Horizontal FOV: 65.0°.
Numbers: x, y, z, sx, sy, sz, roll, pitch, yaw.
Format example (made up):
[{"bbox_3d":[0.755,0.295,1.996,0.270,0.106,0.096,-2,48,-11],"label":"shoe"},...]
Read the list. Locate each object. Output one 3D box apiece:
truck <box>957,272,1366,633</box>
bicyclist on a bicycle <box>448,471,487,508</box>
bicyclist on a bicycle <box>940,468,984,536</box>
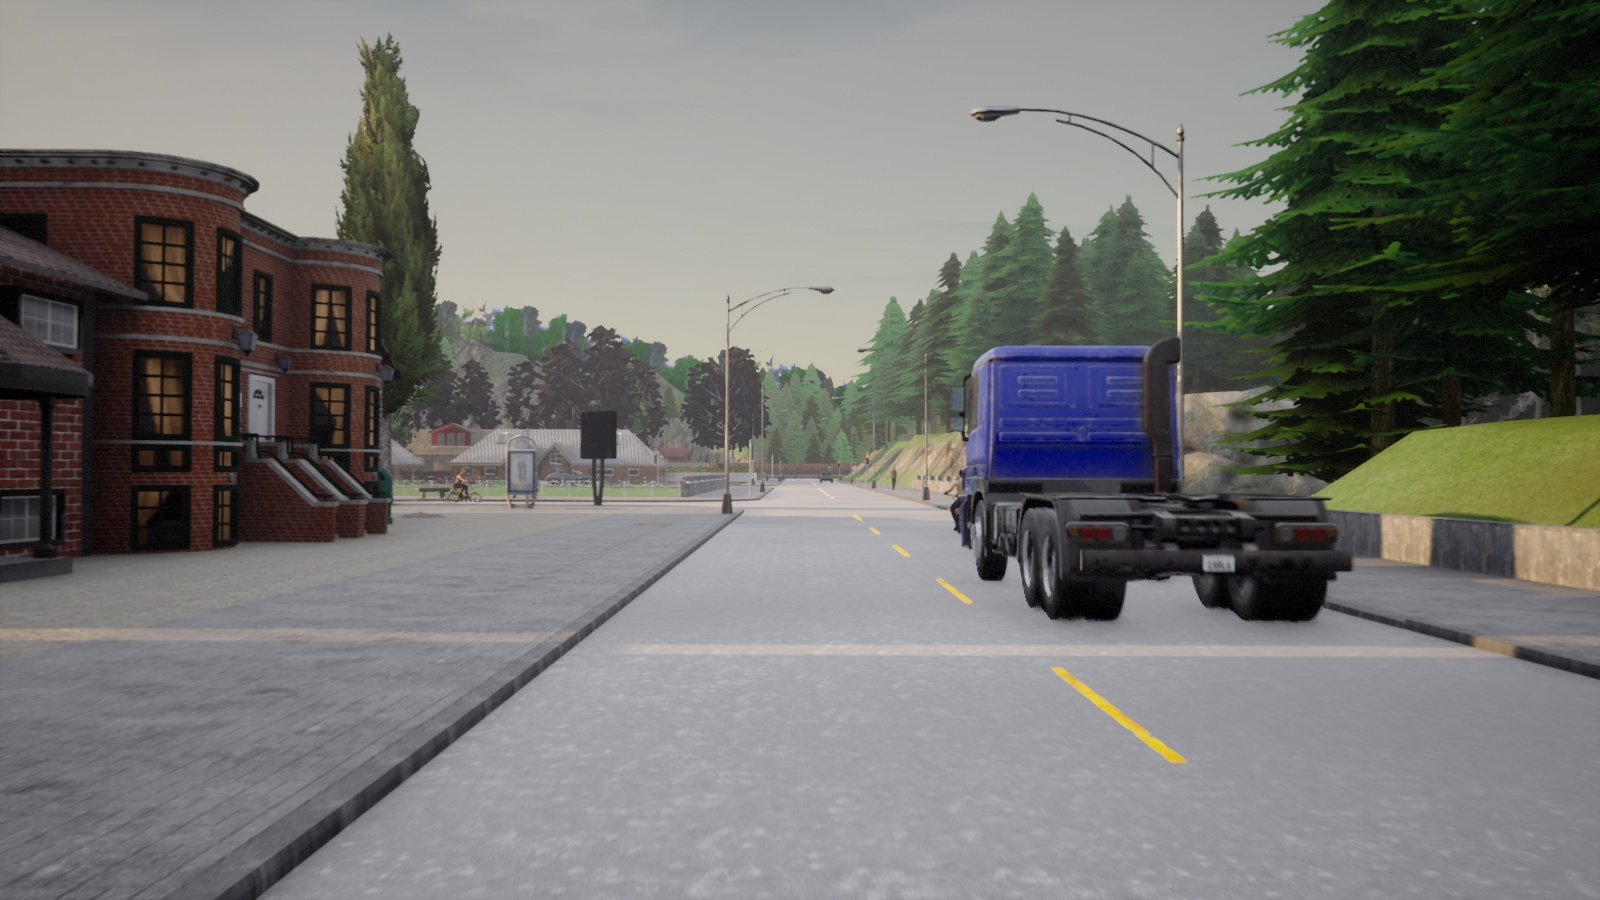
[{"bbox_3d":[3.960,0.085,16.027,2.891,3.462,7.936,0,-1,0],"label":"truck"},{"bbox_3d":[-14.765,1.744,55.758,1.509,1.612,0.866,0,-1,0],"label":"bicyclist on a bicycle"},{"bbox_3d":[3.929,1.248,30.594,0.866,1.612,1.509,0,-1,0],"label":"bicyclist on a bicycle"}]
